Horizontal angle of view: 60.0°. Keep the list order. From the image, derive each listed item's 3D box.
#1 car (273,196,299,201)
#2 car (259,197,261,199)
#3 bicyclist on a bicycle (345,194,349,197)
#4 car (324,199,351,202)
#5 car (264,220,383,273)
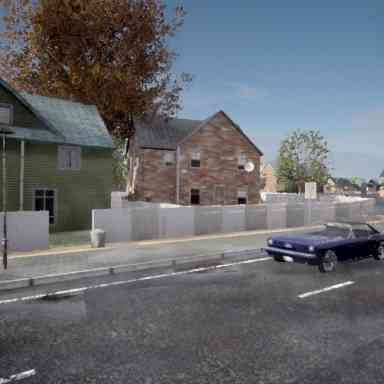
[{"bbox_3d":[12.924,1.010,46.171,1.882,1.535,5.008,1,0,-20],"label":"car"},{"bbox_3d":[9.618,0.978,55.496,1.895,1.301,4.718,1,0,-19],"label":"car"},{"bbox_3d":[20.153,1.036,43.350,1.656,1.620,0.582,1,0,-20],"label":"bicyclist on a bicycle"},{"bbox_3d":[16.237,1.190,36.845,1.837,1.490,4.892,1,1,-20],"label":"car"},{"bbox_3d":[4.580,1.608,10.800,4.718,1.301,1.895,0,0,-35],"label":"car"}]
